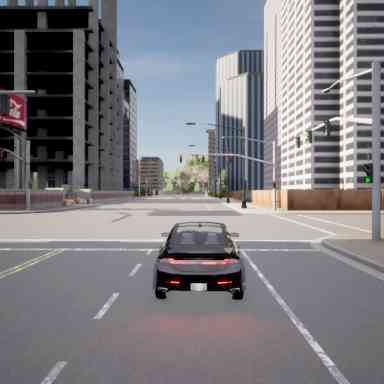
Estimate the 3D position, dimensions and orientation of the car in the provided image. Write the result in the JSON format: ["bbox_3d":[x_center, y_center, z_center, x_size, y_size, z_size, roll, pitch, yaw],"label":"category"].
[{"bbox_3d":[0.200,1.492,8.401,2.128,1.511,4.902,0,0,2],"label":"car"}]
